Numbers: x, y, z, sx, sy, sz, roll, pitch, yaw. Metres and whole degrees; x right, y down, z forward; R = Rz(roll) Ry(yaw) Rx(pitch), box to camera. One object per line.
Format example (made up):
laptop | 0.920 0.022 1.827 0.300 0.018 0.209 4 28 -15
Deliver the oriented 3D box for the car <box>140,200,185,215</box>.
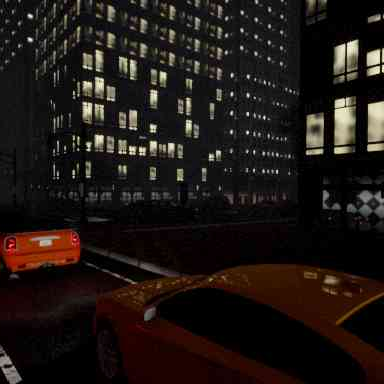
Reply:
car | -3.208 1.647 36.643 4.829 1.417 1.752 1 0 -39

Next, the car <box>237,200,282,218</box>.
car | 6.719 1.832 33.908 4.829 1.417 1.752 1 0 -39

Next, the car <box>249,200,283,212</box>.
car | 9.793 1.814 43.837 4.674 1.442 1.812 1 1 -39

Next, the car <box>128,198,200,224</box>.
car | -2.168 1.523 26.691 5.009 1.841 2.192 1 0 -39

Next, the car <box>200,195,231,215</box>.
car | 1.903 1.423 37.435 5.566 2.045 2.150 1 1 -39

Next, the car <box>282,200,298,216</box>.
car | 10.965 1.936 37.356 4.206 1.307 1.802 1 0 -39

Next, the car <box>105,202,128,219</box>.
car | -5.781 1.642 31.216 4.674 1.442 1.812 1 1 -38

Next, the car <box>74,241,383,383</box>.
car | 0.739 1.476 3.261 1.882 1.535 5.008 0 0 -40

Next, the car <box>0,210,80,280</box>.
car | -5.188 1.347 10.313 2.097 1.767 4.553 0 0 -40

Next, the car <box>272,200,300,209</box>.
car | 14.433 1.881 50.964 4.313 1.339 1.947 1 0 -39
